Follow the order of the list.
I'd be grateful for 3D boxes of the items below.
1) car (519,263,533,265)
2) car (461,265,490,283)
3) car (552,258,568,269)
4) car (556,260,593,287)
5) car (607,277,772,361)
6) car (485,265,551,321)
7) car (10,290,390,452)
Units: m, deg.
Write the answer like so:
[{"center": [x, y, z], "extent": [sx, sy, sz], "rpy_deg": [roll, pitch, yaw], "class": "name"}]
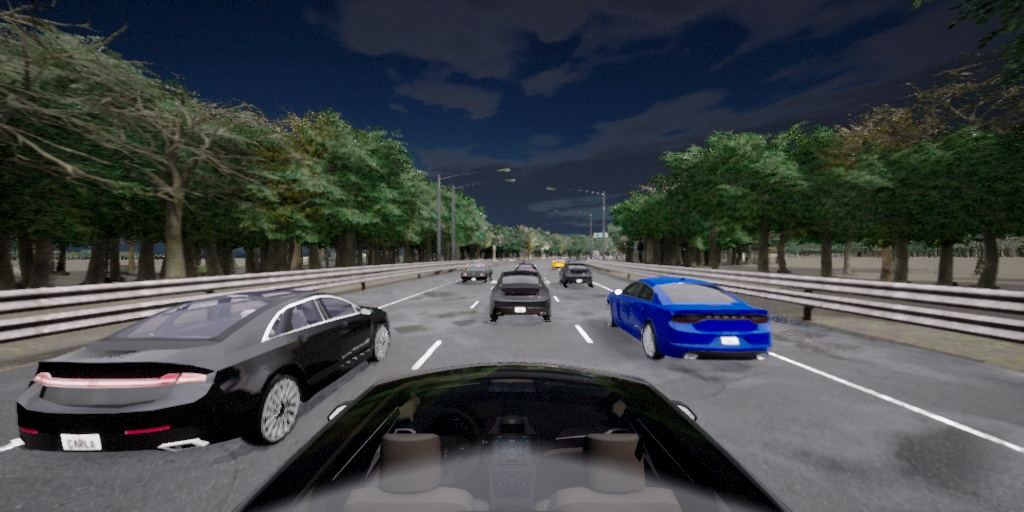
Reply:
[{"center": [1.170, 1.284, 29.690], "extent": [1.994, 1.385, 4.181], "rpy_deg": [0, 0, 4], "class": "car"}, {"center": [-2.525, 1.321, 27.163], "extent": [1.895, 1.301, 4.718], "rpy_deg": [0, 0, 4], "class": "car"}, {"center": [6.948, 1.173, 53.161], "extent": [1.882, 1.535, 5.008], "rpy_deg": [0, 0, 8], "class": "car"}, {"center": [4.180, 1.226, 23.934], "extent": [1.837, 1.490, 4.892], "rpy_deg": [0, 0, 3], "class": "car"}, {"center": [3.587, 1.223, 8.296], "extent": [1.882, 1.535, 5.008], "rpy_deg": [0, 0, 1], "class": "car"}, {"center": [0.299, 1.245, 12.396], "extent": [1.837, 1.490, 4.892], "rpy_deg": [0, 0, 2], "class": "car"}, {"center": [-3.342, 1.235, 5.223], "extent": [2.128, 1.511, 4.902], "rpy_deg": [0, 0, 1], "class": "car"}]
